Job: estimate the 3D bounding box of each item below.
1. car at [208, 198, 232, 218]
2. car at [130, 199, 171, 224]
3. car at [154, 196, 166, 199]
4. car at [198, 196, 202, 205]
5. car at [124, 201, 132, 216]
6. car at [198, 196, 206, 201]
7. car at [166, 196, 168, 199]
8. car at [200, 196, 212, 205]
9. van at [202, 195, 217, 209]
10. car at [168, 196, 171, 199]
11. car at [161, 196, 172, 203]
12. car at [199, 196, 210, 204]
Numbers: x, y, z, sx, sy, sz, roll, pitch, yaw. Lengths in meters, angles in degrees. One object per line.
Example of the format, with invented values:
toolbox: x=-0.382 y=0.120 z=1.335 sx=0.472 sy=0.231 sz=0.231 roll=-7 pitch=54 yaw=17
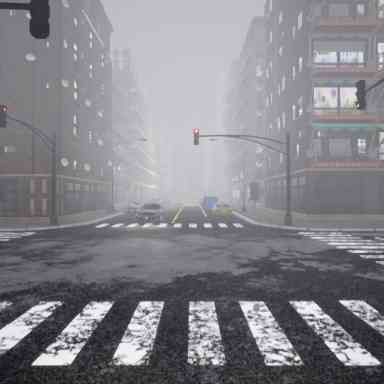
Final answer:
car: x=2.655 y=1.537 z=30.241 sx=1.752 sy=1.417 sz=4.829 roll=1 pitch=0 yaw=0
car: x=-2.957 y=1.548 z=25.206 sx=1.837 sy=1.490 sz=4.892 roll=1 pitch=0 yaw=4
car: x=-5.387 y=1.613 z=49.657 sx=1.802 sy=1.307 sz=4.206 roll=1 pitch=0 yaw=0
car: x=2.496 y=1.346 z=49.728 sx=2.192 sy=1.841 sz=5.009 roll=1 pitch=0 yaw=0
car: x=-5.488 y=1.565 z=32.683 sx=2.008 sy=1.369 sz=4.403 roll=1 pitch=0 yaw=0
car: x=2.439 y=1.626 z=83.664 sx=1.887 sy=1.381 sz=4.507 roll=1 pitch=0 yaw=0
car: x=-5.395 y=1.563 z=55.145 sx=1.752 sy=1.417 sz=4.829 roll=1 pitch=0 yaw=0
car: x=2.477 y=1.485 z=61.040 sx=1.967 sy=1.590 sz=4.097 roll=1 pitch=0 yaw=0
van: x=2.538 y=1.366 z=44.074 sx=1.690 sy=1.788 sz=3.998 roll=1 pitch=0 yaw=0
car: x=-5.405 y=1.627 z=60.972 sx=1.802 sy=1.307 sz=4.206 roll=1 pitch=0 yaw=0
car: x=-5.423 y=1.612 z=72.288 sx=2.008 sy=1.369 sz=4.403 roll=1 pitch=0 yaw=0
car: x=2.466 y=1.604 z=66.696 sx=2.008 sy=1.369 sz=4.403 roll=1 pitch=0 yaw=0
